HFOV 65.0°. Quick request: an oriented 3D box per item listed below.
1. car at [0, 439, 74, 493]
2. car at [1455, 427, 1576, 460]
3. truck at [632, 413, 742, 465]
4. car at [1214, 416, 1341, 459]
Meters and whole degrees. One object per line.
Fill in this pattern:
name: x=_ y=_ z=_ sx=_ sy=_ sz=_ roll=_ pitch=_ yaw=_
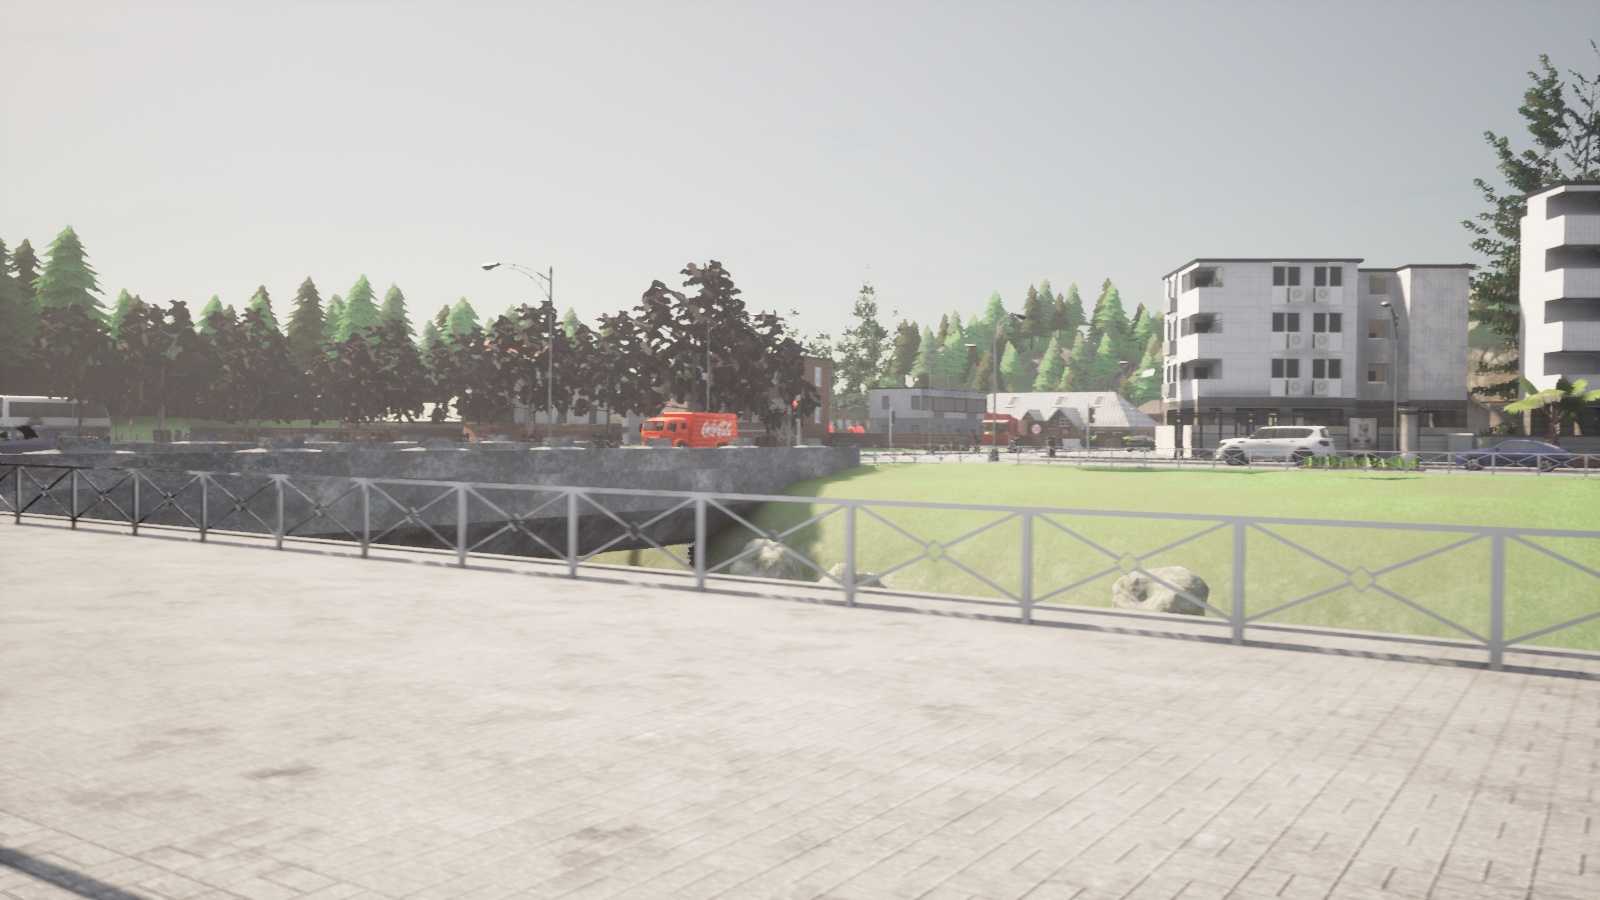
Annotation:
car: x=-23.486 y=0.460 z=36.532 sx=1.845 sy=1.501 sz=3.633 roll=0 pitch=1 yaw=34
car: x=32.348 y=-0.311 z=56.820 sx=4.674 sy=1.442 sz=1.812 roll=0 pitch=1 yaw=34
truck: x=-5.648 y=-0.568 z=63.243 sx=2.627 sy=2.467 sz=5.204 roll=0 pitch=1 yaw=38
car: x=23.762 y=-0.618 z=62.523 sx=5.566 sy=2.045 sz=2.150 roll=0 pitch=1 yaw=33
